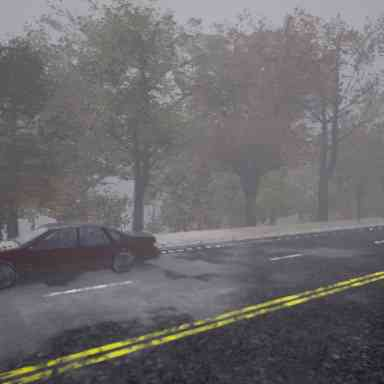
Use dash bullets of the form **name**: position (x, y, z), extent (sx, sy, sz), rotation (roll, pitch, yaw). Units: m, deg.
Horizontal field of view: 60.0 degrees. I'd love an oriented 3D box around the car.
- **car**: position (-3.493, 1.570, 9.179), extent (5.357, 1.411, 2.033), rotation (1, 0, -36)
